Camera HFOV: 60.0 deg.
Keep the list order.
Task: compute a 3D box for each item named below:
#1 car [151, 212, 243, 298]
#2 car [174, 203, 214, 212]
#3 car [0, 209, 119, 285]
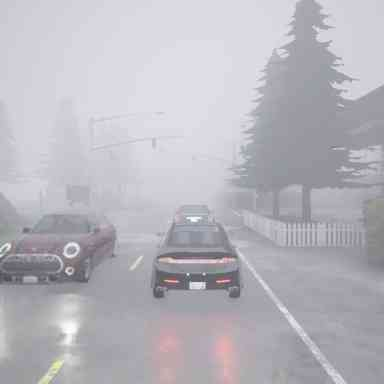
[{"bbox_3d":[0.097,1.492,8.477,2.128,1.511,4.902,0,0,0],"label":"car"},{"bbox_3d":[0.094,1.352,17.631,2.097,1.767,4.553,0,0,0],"label":"car"},{"bbox_3d":[-3.589,1.352,9.634,2.097,1.767,4.553,0,0,0],"label":"car"}]
